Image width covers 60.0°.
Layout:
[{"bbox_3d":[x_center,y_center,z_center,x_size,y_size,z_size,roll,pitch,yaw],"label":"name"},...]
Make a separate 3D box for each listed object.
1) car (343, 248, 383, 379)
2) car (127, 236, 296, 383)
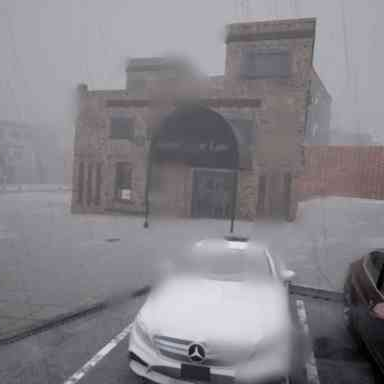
[{"bbox_3d":[3.048,1.501,3.736,2.163,1.488,4.792,1,-1,15],"label":"car"},{"bbox_3d":[0.637,1.510,5.459,2.002,1.452,4.674,1,-1,15],"label":"car"}]
